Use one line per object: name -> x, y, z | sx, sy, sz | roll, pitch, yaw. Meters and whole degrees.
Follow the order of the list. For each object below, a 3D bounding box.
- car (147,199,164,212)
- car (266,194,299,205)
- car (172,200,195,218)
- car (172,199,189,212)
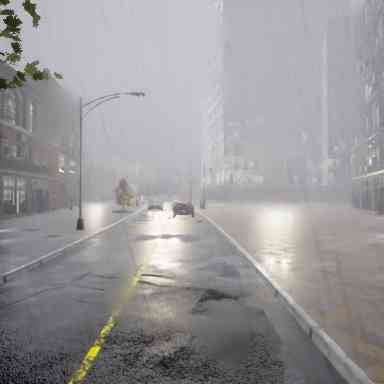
car -> -4.328, 1.549, 39.960 | 2.033, 1.411, 5.357 | 0, 0, -4
car -> 13.940, 1.201, 51.523 | 5.009, 1.841, 2.192 | 0, -1, 15
car -> -0.820, 1.483, 30.786 | 1.882, 1.535, 5.008 | 0, 0, -3
car -> -1.504, 1.607, 40.661 | 1.895, 1.301, 4.718 | 0, 0, -4
